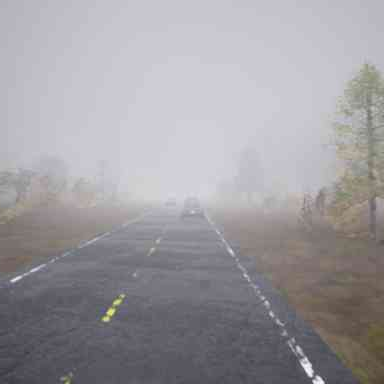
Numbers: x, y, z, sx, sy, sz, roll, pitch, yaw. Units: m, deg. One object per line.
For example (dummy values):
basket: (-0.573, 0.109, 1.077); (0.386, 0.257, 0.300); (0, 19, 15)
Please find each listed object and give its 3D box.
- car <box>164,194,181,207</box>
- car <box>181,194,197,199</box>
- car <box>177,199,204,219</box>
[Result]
car: (-3.210, 1.521, 51.984); (2.033, 1.411, 5.357); (0, 0, 0)
car: (-0.026, 1.329, 43.423); (2.097, 1.767, 4.553); (0, 0, 0)
car: (0.017, 1.549, 28.499); (1.994, 1.385, 4.181); (0, 0, 0)
